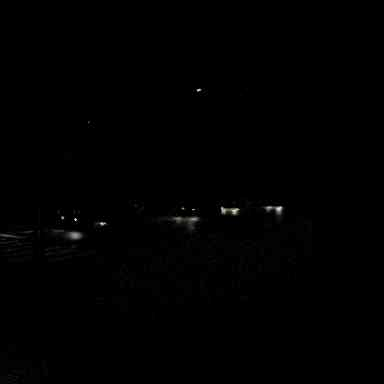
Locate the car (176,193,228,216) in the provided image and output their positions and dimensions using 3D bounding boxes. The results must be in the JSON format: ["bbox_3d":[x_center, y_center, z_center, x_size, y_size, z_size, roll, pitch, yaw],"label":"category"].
[{"bbox_3d":[0.813,1.111,31.555,2.150,2.045,5.566,0,0,35],"label":"car"}]

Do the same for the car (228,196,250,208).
[{"bbox_3d":[6.054,1.314,44.527,1.882,1.535,5.008,0,0,36],"label":"car"}]

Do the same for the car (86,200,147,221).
[{"bbox_3d":[-6.097,1.432,27.444,1.837,1.490,4.892,0,0,35],"label":"car"}]

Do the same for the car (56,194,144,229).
[{"bbox_3d":[-6.044,1.160,21.894,2.150,2.045,5.566,0,0,35],"label":"car"}]

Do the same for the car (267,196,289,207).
[{"bbox_3d":[12.497,1.309,47.919,1.837,1.490,4.892,0,0,36],"label":"car"}]
